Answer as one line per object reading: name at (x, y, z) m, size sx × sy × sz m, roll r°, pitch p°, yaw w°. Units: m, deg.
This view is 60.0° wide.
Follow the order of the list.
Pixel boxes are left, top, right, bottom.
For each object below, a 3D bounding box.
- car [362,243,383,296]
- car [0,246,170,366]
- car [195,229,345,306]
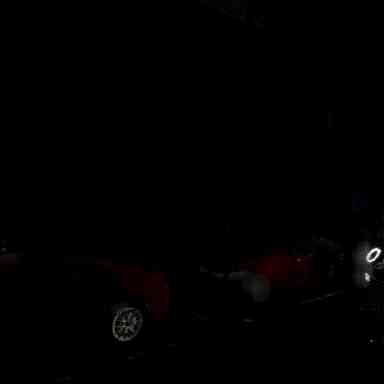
car at (5.865, 1.352, 7.575) m, size 4.553 × 1.767 × 2.097 m, roll 0°, pitch 0°, yaw -36°
car at (-2.470, 1.545, 4.772) m, size 4.507 × 1.381 × 1.887 m, roll 0°, pitch 0°, yaw -36°
car at (2.024, 1.582, 7.986) m, size 4.206 × 1.307 × 1.802 m, roll 0°, pitch 0°, yaw -36°
